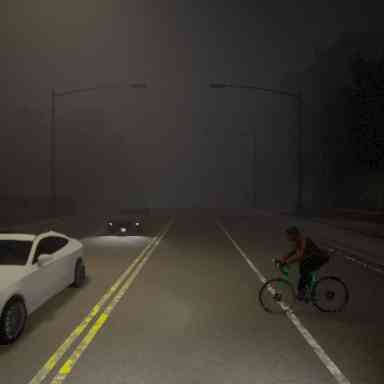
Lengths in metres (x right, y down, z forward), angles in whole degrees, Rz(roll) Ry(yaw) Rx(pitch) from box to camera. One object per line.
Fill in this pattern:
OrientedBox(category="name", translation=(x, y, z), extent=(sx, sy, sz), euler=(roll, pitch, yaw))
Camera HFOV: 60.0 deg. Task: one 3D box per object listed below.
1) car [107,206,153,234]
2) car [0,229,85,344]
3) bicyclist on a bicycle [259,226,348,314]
OrientedBox(category="car", translation=(-3.447, 1.547, 19.545), extent=(2.033, 1.411, 5.357), euler=(0, 0, 1))
OrientedBox(category="car", translation=(-3.542, 1.526, 6.546), extent=(1.812, 1.442, 4.674), euler=(0, 0, 0))
OrientedBox(category="bicyclist on a bicycle", translation=(2.038, 1.453, 6.127), extent=(1.656, 1.620, 0.582), euler=(-2, 0, 0))
